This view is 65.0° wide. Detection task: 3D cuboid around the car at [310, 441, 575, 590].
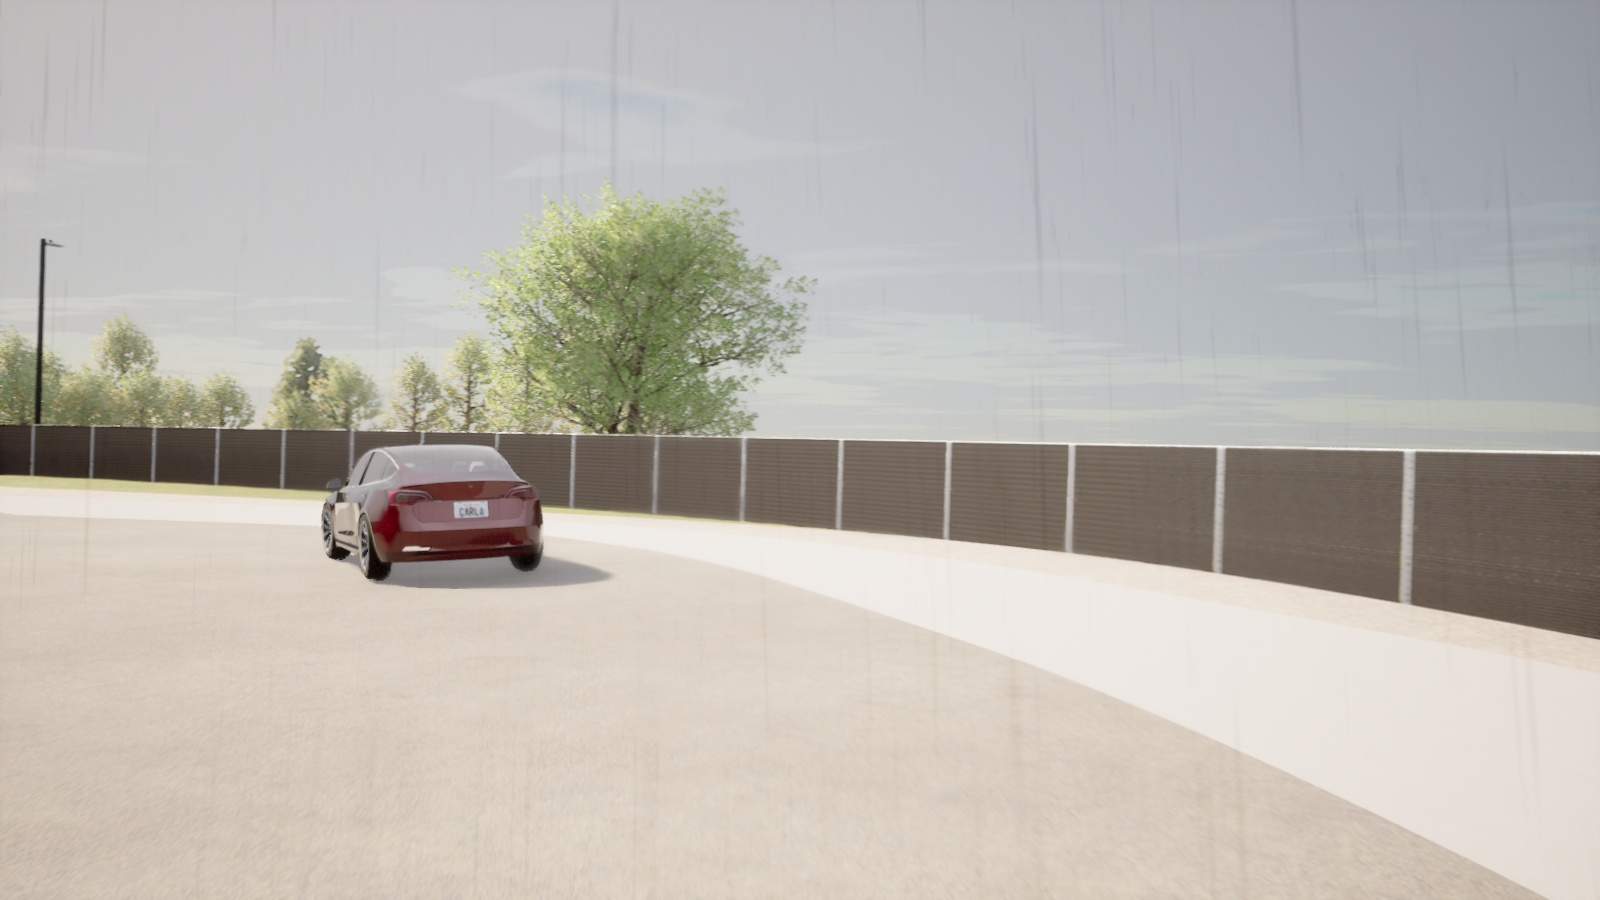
[{"bbox_3d":[-4.576,0.663,15.500,2.163,1.488,4.792,-1,1,-28],"label":"car"}]
